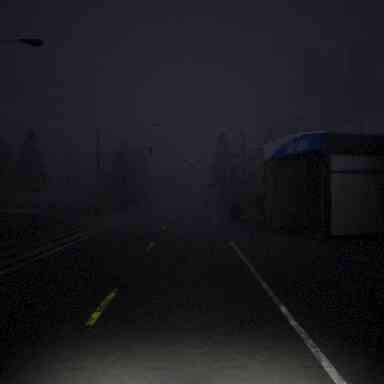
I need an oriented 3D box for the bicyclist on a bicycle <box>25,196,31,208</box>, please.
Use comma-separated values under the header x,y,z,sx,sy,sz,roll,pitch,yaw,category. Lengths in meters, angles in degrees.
x,y,z,sx,sy,sz,roll,pitch,yaw,category
-21.974,1.299,44.473,0.582,1.620,1.656,0,0,-1,bicyclist on a bicycle
